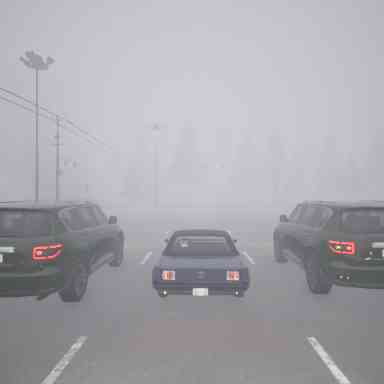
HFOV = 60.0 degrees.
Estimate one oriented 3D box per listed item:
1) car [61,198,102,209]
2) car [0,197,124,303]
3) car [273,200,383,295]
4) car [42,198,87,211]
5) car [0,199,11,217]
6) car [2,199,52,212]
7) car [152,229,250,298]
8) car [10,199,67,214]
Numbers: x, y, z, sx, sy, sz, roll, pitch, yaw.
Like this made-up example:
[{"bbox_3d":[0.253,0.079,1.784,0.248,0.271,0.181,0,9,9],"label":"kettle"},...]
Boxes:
[{"bbox_3d":[-14.909,1.520,45.002,4.892,1.490,1.837,0,0,2],"label":"car"},{"bbox_3d":[-3.285,1.224,8.339,2.150,2.045,5.566,0,0,1],"label":"car"},{"bbox_3d":[3.728,1.225,8.810,2.150,2.045,5.566,0,0,1],"label":"car"},{"bbox_3d":[-15.847,1.505,41.526,4.902,1.511,2.128,0,0,2],"label":"car"},{"bbox_3d":[-19.923,1.488,31.131,5.008,1.535,1.882,0,0,2],"label":"car"},{"bbox_3d":[-18.868,1.517,38.105,4.892,1.490,1.837,0,0,2],"label":"car"},{"bbox_3d":[0.222,1.604,8.513,1.895,1.301,4.718,0,0,1],"label":"car"},{"bbox_3d":[-15.863,1.503,34.522,4.902,1.511,2.128,0,0,2],"label":"car"}]
